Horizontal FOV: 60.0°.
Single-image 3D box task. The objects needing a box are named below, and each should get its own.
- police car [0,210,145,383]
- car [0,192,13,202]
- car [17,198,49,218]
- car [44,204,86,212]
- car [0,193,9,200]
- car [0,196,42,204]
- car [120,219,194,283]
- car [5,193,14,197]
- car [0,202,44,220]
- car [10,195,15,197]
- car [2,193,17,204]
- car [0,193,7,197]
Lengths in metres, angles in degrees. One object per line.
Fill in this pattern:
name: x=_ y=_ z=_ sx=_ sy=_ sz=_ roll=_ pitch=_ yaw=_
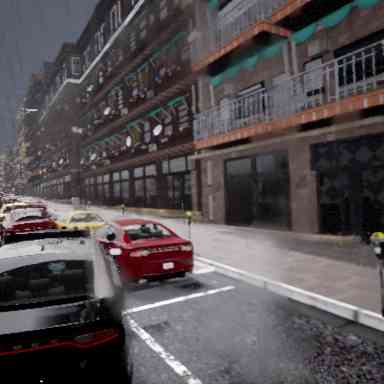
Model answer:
police car: x=-2.079 y=1.350 z=5.009 sx=1.930 sy=1.638 sz=5.238 roll=-2 pitch=1 yaw=-16
car: x=-36.483 y=0.904 z=65.232 sx=2.192 sy=1.841 sz=5.009 roll=-1 pitch=1 yaw=-32
car: x=-13.256 y=1.267 z=27.572 sx=1.887 sy=1.381 sz=4.507 roll=-1 pitch=1 yaw=-32
car: x=-4.647 y=1.321 z=13.590 sx=1.752 sy=1.417 sz=4.829 roll=-1 pitch=1 yaw=-32
car: x=-42.282 y=1.012 z=74.654 sx=1.967 sy=1.590 sz=4.097 roll=-1 pitch=1 yaw=-32
car: x=-9.901 y=1.282 z=18.763 sx=1.801 sy=1.575 sz=5.366 roll=-2 pitch=2 yaw=-32
car: x=-1.658 y=1.369 z=8.734 sx=1.887 sy=1.381 sz=4.507 roll=-1 pitch=1 yaw=-32
car: x=-24.854 y=1.187 z=46.412 sx=1.887 sy=1.381 sz=4.507 roll=-1 pitch=1 yaw=-32
car: x=-6.652 y=1.381 z=13.490 sx=1.812 sy=1.442 sz=4.674 roll=-2 pitch=2 yaw=-32
car: x=-16.156 y=1.251 z=32.283 sx=2.008 sy=1.369 sz=4.403 roll=-1 pitch=1 yaw=-32
car: x=-30.648 y=1.053 z=55.835 sx=1.967 sy=1.590 sz=4.097 roll=-1 pitch=1 yaw=-32
car: x=-21.824 y=1.246 z=36.593 sx=1.882 sy=1.535 sz=5.008 roll=-2 pitch=2 yaw=-31
